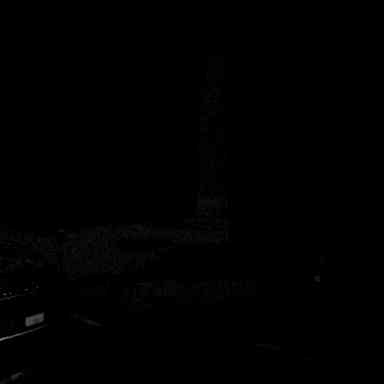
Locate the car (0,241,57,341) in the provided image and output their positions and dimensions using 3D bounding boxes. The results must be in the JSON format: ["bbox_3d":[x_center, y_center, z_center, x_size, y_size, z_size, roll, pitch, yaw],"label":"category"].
[{"bbox_3d":[-3.963,1.539,5.904,4.403,1.369,2.008,0,0,35],"label":"car"}]

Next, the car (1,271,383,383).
[{"bbox_3d":[0.536,1.564,2.697,4.313,1.339,1.947,0,0,35],"label":"car"}]
